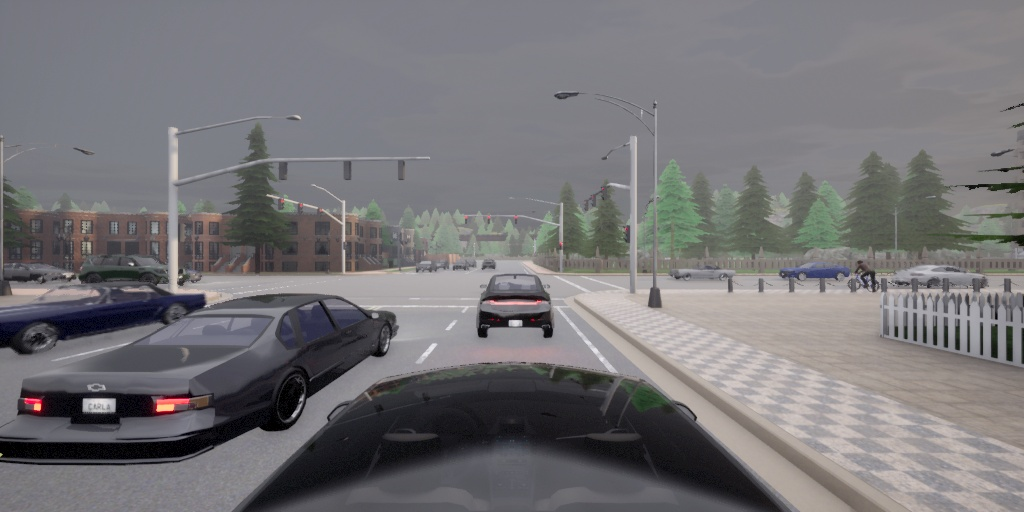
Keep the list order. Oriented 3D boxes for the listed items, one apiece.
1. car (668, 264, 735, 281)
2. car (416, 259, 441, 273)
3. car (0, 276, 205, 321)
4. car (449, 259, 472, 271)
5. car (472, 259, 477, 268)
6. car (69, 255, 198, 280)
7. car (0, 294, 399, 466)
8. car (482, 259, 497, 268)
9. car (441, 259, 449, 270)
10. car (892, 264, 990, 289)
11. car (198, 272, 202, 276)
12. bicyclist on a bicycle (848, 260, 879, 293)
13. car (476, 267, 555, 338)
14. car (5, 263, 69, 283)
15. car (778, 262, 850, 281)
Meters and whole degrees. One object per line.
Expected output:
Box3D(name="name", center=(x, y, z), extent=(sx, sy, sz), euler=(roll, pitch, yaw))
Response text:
Box3D(name="car", center=(15.581, 1.351, 29.640), extent=(4.718, 1.301, 1.895), euler=(0, 0, 0))
Box3D(name="car", center=(-10.555, 1.276, 44.502), extent=(1.812, 1.442, 4.674), euler=(0, 0, 0))
Box3D(name="car", center=(-10.444, 1.351, 8.842), extent=(1.895, 1.301, 4.718), euler=(0, 0, 2))
Box3D(name="car", center=(-7.062, 1.255, 49.919), extent=(1.837, 1.490, 4.892), euler=(0, 0, 0))
Box3D(name="car", center=(-7.019, 1.255, 59.903), extent=(1.837, 1.490, 4.892), euler=(0, 0, 0))
Box3D(name="car", center=(-23.947, 0.971, 22.861), extent=(5.566, 2.045, 2.150), euler=(0, 0, -1))
Box3D(name="car", center=(-3.434, 1.297, 5.511), extent=(2.033, 1.411, 5.357), euler=(0, 0, 1))
Box3D(name="car", center=(-3.361, 1.255, 53.321), extent=(1.837, 1.490, 4.892), euler=(0, 0, 0))
Box3D(name="car", center=(-10.553, 1.241, 53.610), extent=(2.128, 1.511, 4.902), euler=(0, 0, 0))
Box3D(name="car", center=(26.676, 1.276, 22.424), extent=(4.674, 1.442, 1.812), euler=(0, 0, 0))
Box3D(name="car", center=(-25.536, 1.276, 26.300), extent=(4.674, 1.442, 1.812), euler=(0, 0, -1))
Box3D(name="bicyclist on a bicycle", center=(18.260, 1.052, 18.652), extent=(0.582, 1.620, 1.656), euler=(0, 0, 0))
Box3D(name="car", center=(0.087, 1.242, 10.176), extent=(2.128, 1.511, 4.902), euler=(0, 0, 0))
Box3D(name="car", center=(-34.792, 1.242, 25.910), extent=(4.902, 1.511, 2.128), euler=(0, 0, -6))
Box3D(name="car", center=(24.873, 1.228, 29.622), extent=(5.008, 1.535, 1.882), euler=(0, 0, 0))
